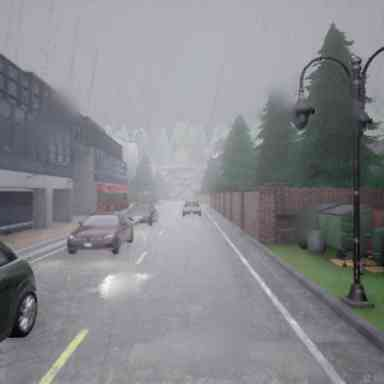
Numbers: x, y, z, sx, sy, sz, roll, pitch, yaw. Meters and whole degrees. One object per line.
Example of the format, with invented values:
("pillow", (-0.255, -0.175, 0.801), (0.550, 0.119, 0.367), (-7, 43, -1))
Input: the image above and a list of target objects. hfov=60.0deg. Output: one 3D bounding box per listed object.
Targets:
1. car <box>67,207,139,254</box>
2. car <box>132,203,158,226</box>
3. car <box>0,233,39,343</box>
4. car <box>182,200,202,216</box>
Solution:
("car", (-3.598, 1.579, 13.869), (1.812, 1.442, 4.674), (0, 0, 0))
("car", (-3.565, 1.584, 24.203), (2.128, 1.511, 4.902), (0, 0, 0))
("car", (-3.600, 1.366, 3.620), (2.097, 1.767, 4.553), (0, 0, 0))
("car", (-0.001, 1.729, 33.653), (1.895, 1.301, 4.718), (0, 0, 0))
